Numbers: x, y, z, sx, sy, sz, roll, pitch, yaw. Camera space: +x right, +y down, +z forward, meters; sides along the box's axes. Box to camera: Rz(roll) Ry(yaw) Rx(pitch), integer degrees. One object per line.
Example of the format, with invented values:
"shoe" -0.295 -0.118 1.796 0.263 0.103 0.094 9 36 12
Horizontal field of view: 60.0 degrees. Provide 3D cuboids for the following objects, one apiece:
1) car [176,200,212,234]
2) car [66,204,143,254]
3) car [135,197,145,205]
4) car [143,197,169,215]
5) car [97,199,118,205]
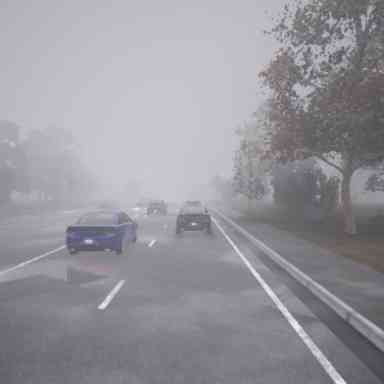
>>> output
"car" 0.097 1.479 19.427 1.882 1.535 5.008 0 0 0
"car" -3.414 1.478 13.466 1.882 1.535 5.008 0 0 0
"car" -7.058 1.509 48.756 1.837 1.490 4.892 0 0 1
"car" -3.404 1.506 33.277 1.837 1.490 4.892 0 0 0
"car" -10.588 1.566 42.056 1.994 1.385 4.181 0 0 0
